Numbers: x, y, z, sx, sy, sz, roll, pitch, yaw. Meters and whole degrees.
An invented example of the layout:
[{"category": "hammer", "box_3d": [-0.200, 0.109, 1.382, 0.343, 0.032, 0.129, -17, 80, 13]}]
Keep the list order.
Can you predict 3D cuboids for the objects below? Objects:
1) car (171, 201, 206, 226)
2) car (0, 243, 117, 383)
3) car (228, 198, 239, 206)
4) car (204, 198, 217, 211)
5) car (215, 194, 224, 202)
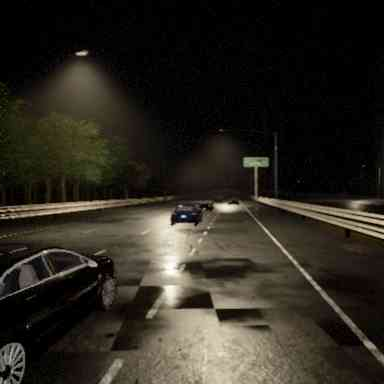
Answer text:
[{"category": "car", "box_3d": [-0.326, 1.644, 24.529, 1.994, 1.385, 4.181, 0, 0, 7]}, {"category": "car", "box_3d": [-2.671, 1.524, 5.007, 2.128, 1.511, 4.902, 0, 0, 7]}, {"category": "car", "box_3d": [7.268, 1.718, 58.161, 1.895, 1.301, 4.718, 0, 0, 7]}, {"category": "car", "box_3d": [1.752, 1.716, 42.107, 1.895, 1.301, 4.718, 0, 0, 7]}, {"category": "car", "box_3d": [6.025, 1.665, 77.841, 1.812, 1.442, 4.674, 0, 0, 7]}]
